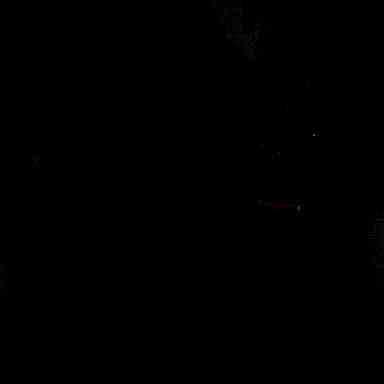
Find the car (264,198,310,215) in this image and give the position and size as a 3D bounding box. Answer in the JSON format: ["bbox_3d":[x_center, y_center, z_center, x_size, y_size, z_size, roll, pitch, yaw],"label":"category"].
[{"bbox_3d":[9.359,1.382,32.892,2.097,1.767,4.553,1,0,-36],"label":"car"}]
